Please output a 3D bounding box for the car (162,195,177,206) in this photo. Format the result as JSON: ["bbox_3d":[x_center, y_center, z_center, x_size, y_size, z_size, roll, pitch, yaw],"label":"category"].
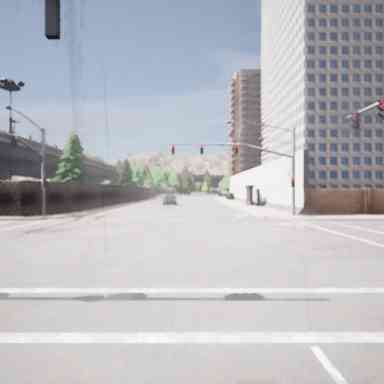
[{"bbox_3d":[-3.428,1.226,51.976,2.097,1.767,4.553,0,0,0],"label":"car"}]
